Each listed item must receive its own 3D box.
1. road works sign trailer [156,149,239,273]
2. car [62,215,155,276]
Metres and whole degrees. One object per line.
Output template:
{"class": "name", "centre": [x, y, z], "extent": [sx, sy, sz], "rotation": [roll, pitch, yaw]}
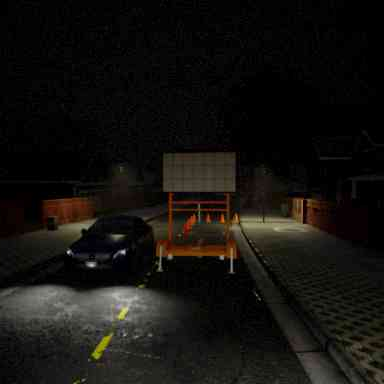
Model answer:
{"class": "road works sign trailer", "centre": [0.240, 0.437, 10.626], "extent": [2.380, 3.560, 2.880], "rotation": [0, 0, 6]}
{"class": "car", "centre": [-2.328, 1.495, 10.452], "extent": [1.812, 1.442, 4.674], "rotation": [0, 0, 3]}
